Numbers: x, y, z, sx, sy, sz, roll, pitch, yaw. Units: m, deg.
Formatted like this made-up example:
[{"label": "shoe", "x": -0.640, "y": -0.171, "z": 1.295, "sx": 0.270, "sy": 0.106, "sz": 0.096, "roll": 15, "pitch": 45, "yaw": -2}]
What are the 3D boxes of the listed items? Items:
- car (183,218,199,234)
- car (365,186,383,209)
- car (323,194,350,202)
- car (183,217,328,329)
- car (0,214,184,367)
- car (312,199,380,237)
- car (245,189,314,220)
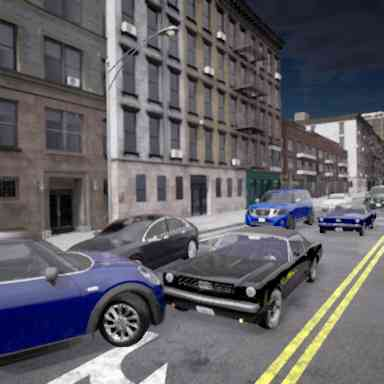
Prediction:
[{"label": "car", "x": -1.430, "y": 1.427, "z": 9.352, "sx": 1.837, "sy": 1.490, "sz": 4.892, "roll": -1, "pitch": 1, "yaw": 27}, {"label": "car", "x": 15.777, "y": 0.527, "z": 27.484, "sx": 2.150, "sy": 2.045, "sz": 5.566, "roll": -1, "pitch": 2, "yaw": 36}, {"label": "car", "x": 12.484, "y": 0.900, "z": 28.477, "sx": 1.812, "sy": 1.442, "sz": 4.674, "roll": -1, "pitch": 1, "yaw": 36}, {"label": "car", "x": 1.361, "y": 1.491, "z": 7.015, "sx": 1.895, "sy": 1.301, "sz": 4.718, "roll": 1, "pitch": 1, "yaw": 32}, {"label": "car", "x": -2.662, "y": 1.361, "z": 4.814, "sx": 4.553, "sy": 1.767, "sz": 2.097, "roll": -2, "pitch": 1, "yaw": -33}, {"label": "car", "x": 7.557, "y": 1.242, "z": 16.023, "sx": 1.895, "sy": 1.301, "sz": 4.718, "roll": -1, "pitch": 1, "yaw": 36}, {"label": "car", "x": 4.874, "y": 0.900, "z": 17.864, "sx": 2.150, "sy": 2.045, "sz": 5.566, "roll": -1, "pitch": 1, "yaw": 36}]
